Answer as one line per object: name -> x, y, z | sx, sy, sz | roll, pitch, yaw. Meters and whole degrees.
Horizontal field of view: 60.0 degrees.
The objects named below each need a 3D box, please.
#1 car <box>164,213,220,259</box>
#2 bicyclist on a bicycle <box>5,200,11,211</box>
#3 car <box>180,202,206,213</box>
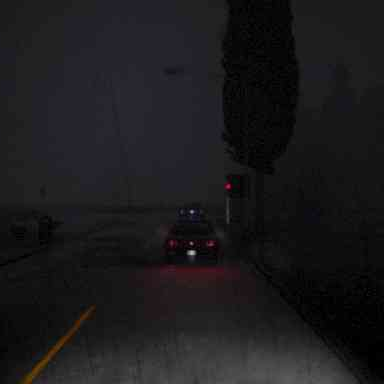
car -> 0.009, 1.746, 13.225 | 1.895, 1.301, 4.718 | 0, -1, 0
bicyclist on a bicycle -> -24.544, 1.829, 44.157 | 0.582, 1.620, 1.656 | 0, 0, 0
car -> 0.105, 1.660, 28.396 | 2.097, 1.767, 4.553 | 0, -1, 3
